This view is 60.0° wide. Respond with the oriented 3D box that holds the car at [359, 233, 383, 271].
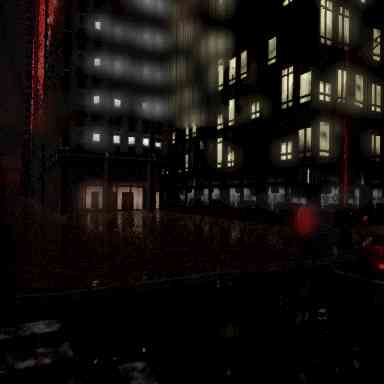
[{"bbox_3d":[6.809,1.440,9.642,4.097,1.590,1.967,0,1,-28],"label":"car"}]
